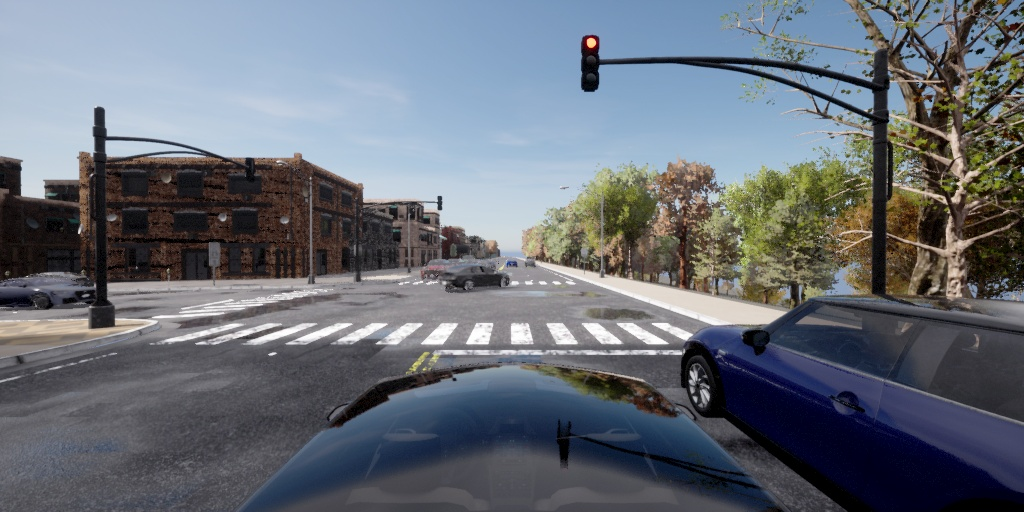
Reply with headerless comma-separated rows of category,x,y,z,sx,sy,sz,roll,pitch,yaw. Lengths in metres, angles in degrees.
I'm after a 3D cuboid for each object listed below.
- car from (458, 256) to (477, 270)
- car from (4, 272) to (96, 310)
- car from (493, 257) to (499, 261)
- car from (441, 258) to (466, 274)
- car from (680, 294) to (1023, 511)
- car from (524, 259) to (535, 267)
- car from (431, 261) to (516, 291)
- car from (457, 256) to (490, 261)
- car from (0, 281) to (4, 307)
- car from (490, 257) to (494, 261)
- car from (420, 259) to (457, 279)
car,-6.683,0.968,54.411,2.150,2.045,5.566,0,0,0
car,-21.218,1.634,16.122,4.181,1.385,1.994,-1,1,-1
car,-3.435,1.309,53.487,1.994,1.385,4.181,0,0,-1
car,-6.650,1.098,41.081,2.097,1.767,4.553,0,0,0
car,3.350,1.102,3.068,2.097,1.767,4.553,0,0,0
car,3.225,1.235,65.065,2.128,1.511,4.902,0,0,0
car,-2.193,1.251,21.772,1.837,1.490,4.892,3,2,41
car,-3.375,1.098,32.263,2.097,1.767,4.553,0,0,0
car,-22.619,1.686,13.379,4.313,1.339,1.948,0,0,-1
car,-3.401,1.223,41.360,1.882,1.535,5.008,0,0,0
car,-6.689,1.098,32.278,2.097,1.767,4.553,0,0,2
